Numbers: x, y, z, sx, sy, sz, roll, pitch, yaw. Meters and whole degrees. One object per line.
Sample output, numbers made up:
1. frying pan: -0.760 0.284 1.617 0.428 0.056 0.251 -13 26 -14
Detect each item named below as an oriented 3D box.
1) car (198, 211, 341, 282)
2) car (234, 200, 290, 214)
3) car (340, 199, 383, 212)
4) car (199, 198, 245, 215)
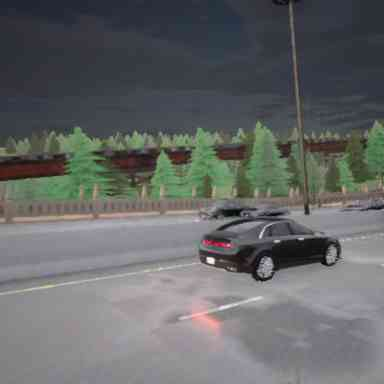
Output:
1. car: 2.443 1.494 9.789 4.892 1.490 1.837 0 0 -36
2. car: 5.566 1.540 25.054 4.181 1.385 1.994 0 0 -35
3. car: 14.117 1.312 26.841 5.357 1.411 2.033 0 0 -36
4. car: 2.735 1.328 27.331 4.553 1.767 2.097 0 0 -35
